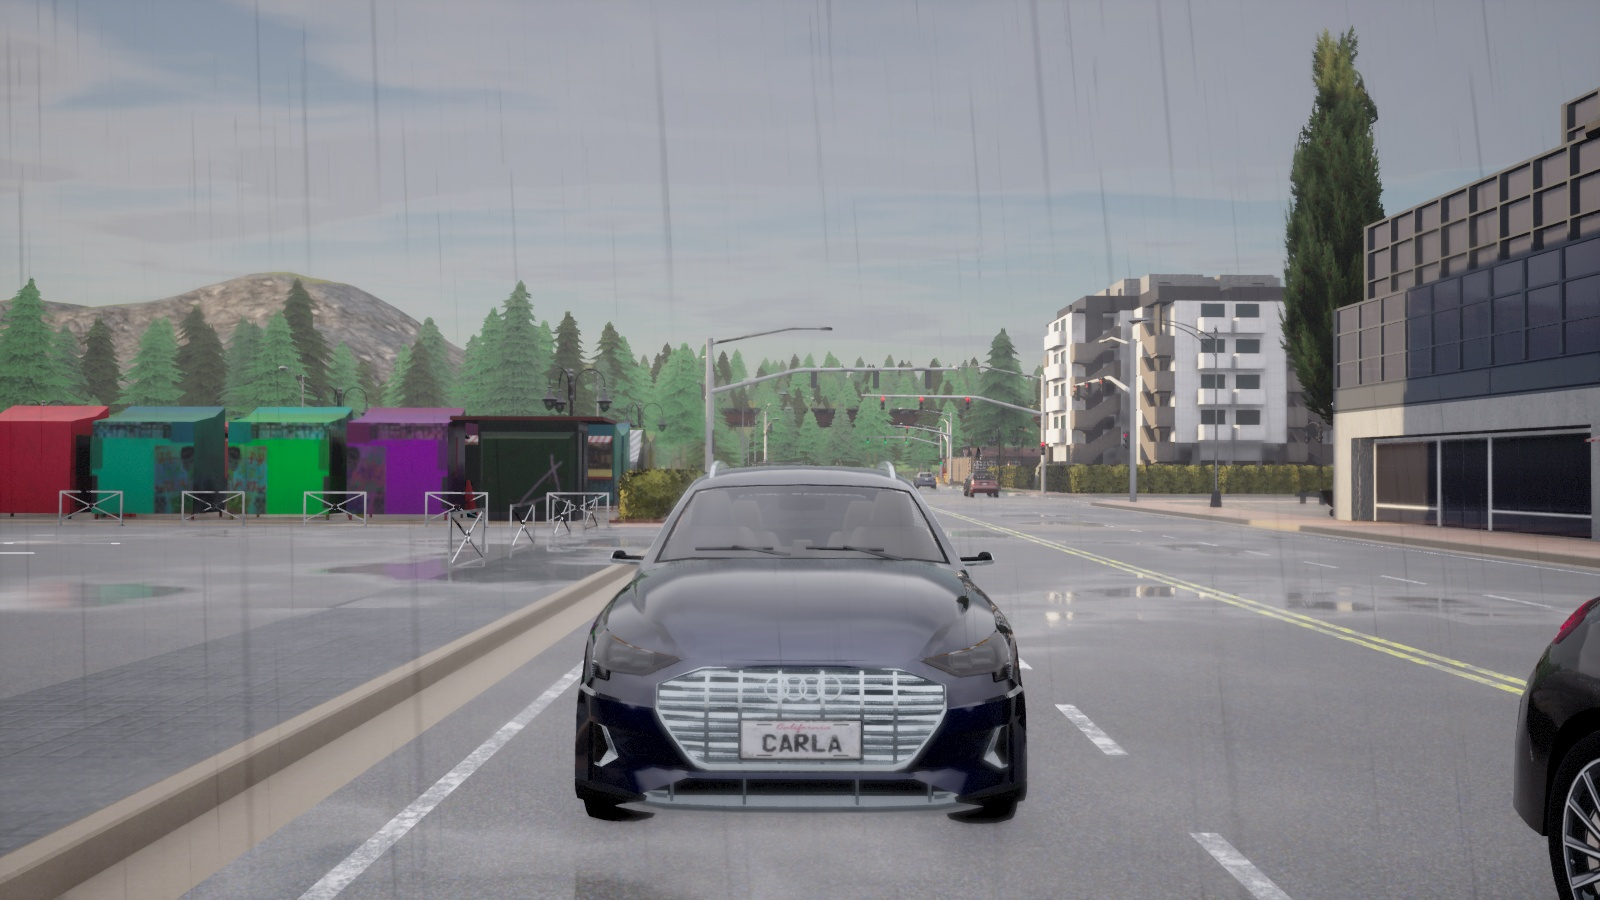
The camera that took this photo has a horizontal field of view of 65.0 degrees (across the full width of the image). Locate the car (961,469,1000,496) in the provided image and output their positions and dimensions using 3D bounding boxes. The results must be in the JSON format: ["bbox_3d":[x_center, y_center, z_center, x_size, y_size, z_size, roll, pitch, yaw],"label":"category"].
[{"bbox_3d":[11.086,1.961,77.185,1.851,1.617,3.988,0,-1,0],"label":"car"}]

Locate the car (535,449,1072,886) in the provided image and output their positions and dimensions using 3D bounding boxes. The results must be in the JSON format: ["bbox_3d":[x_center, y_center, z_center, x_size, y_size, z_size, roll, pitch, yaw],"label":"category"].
[{"bbox_3d":[0.019,0.865,7.197,2.033,1.649,4.856,0,-1,0],"label":"car"}]

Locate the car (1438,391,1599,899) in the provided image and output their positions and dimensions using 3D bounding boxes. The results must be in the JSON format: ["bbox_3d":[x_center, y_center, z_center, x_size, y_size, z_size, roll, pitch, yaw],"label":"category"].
[{"bbox_3d":[3.494,0.617,2.241,2.152,1.651,5.027,0,-1,0],"label":"car"}]
